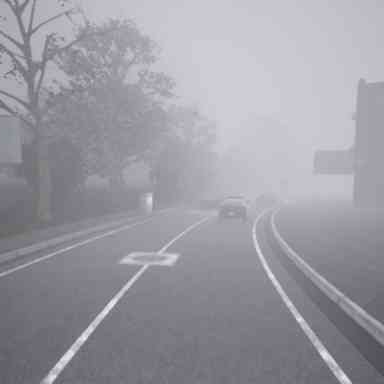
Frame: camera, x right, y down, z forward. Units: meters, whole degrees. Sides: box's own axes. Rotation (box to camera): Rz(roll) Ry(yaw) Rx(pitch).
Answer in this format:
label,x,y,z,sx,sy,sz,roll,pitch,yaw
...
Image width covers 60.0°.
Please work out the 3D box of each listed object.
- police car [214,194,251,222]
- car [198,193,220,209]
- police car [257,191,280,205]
label,x,y,z,sx,sy,sz,roll,pitch,yaw
police car,3.145,1.129,23.832,1.930,1.638,5.238,1,2,14
car,2.160,0.843,33.224,1.882,1.535,5.008,2,2,20
police car,9.522,0.695,41.253,2.038,1.542,4.974,3,3,25
